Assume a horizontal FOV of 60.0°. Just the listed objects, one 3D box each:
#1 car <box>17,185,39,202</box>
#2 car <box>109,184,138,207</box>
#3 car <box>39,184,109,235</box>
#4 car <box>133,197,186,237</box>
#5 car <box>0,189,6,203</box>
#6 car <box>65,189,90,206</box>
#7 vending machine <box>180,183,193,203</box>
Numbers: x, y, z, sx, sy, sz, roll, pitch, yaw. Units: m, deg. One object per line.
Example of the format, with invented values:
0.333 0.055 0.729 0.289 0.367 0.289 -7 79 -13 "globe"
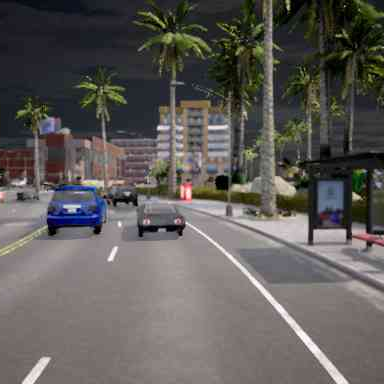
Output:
-18.910 0.307 38.371 1.837 1.490 4.892 -1 2 -35 "car"
-6.620 0.252 31.001 2.150 2.045 5.566 -1 2 -24 "car"
-5.253 0.731 15.637 2.150 2.045 5.566 0 2 -12 "car"
-1.572 1.128 15.067 1.895 1.301 4.718 0 2 -11 "car"
-21.672 0.220 36.217 2.097 1.767 4.553 -1 2 -35 "car"
-11.303 0.505 32.670 1.812 1.442 4.674 -1 2 -26 "car"
-0.604 0.077 35.829 1.100 2.100 0.880 -1 2 -25 "vending machine"
